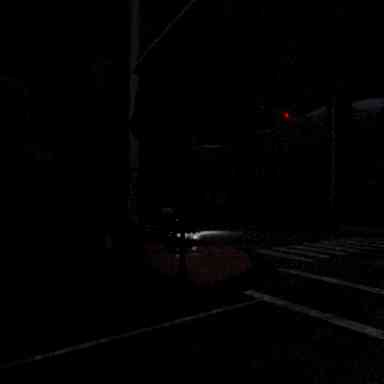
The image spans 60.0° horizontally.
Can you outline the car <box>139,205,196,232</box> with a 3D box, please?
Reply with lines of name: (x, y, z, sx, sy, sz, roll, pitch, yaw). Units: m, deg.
car: (-1.776, 1.589, 21.088, 1.812, 1.442, 4.674, 1, 0, -43)
